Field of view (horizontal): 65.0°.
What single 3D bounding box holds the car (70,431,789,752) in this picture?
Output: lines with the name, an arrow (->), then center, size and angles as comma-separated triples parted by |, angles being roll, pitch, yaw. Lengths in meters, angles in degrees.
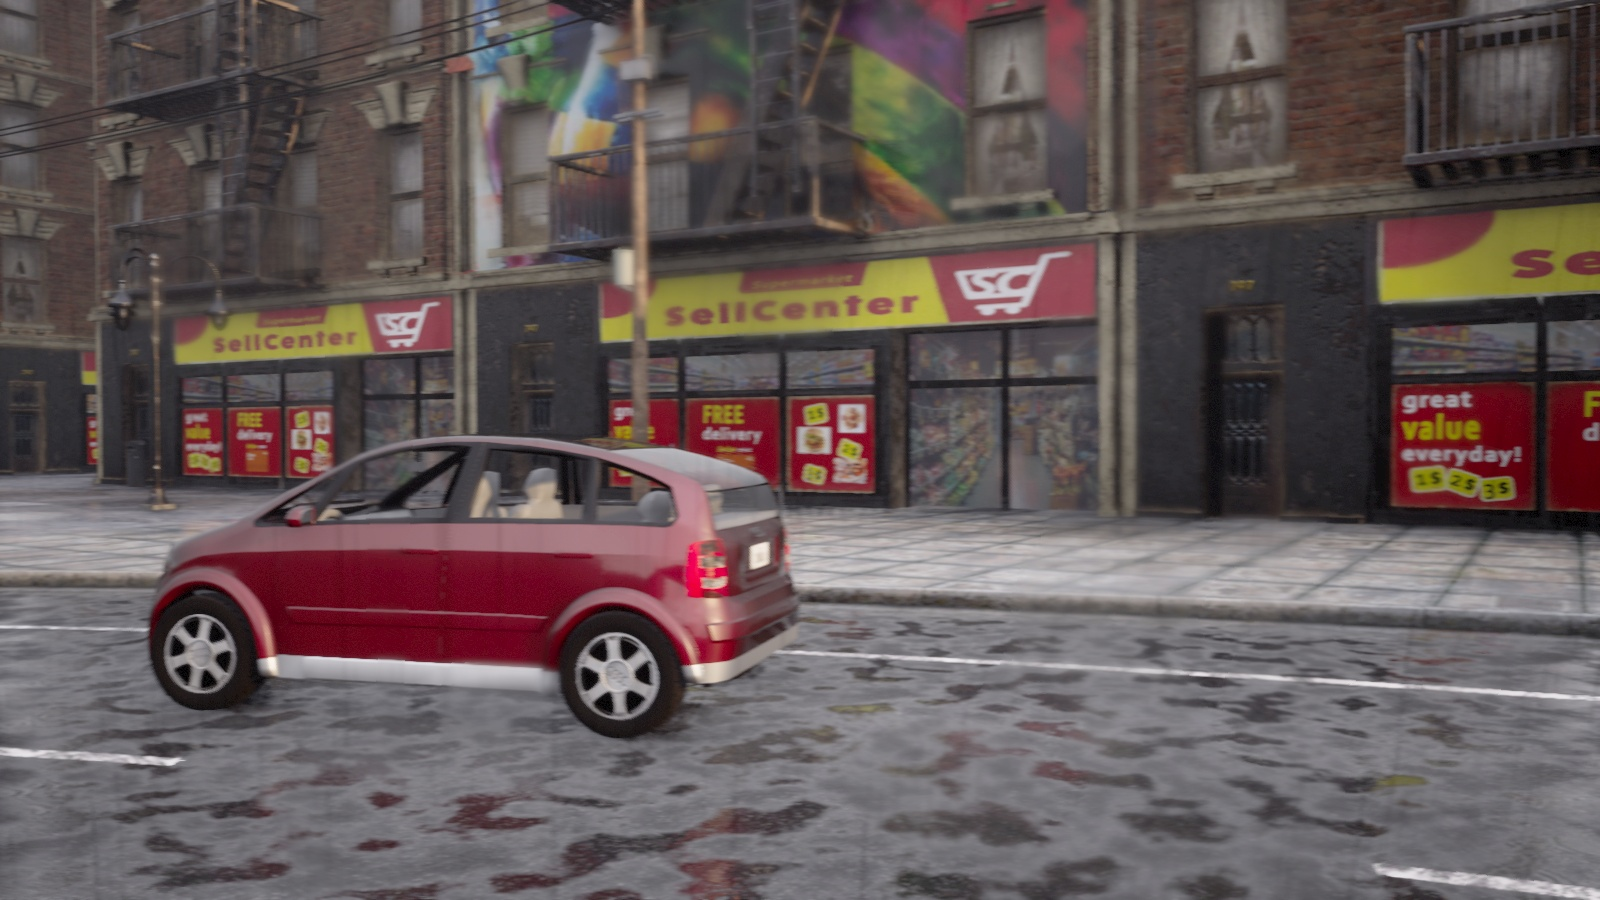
car -> -2.092, 0.670, 7.458 | 3.705, 1.549, 1.789 | 1, 1, 15
